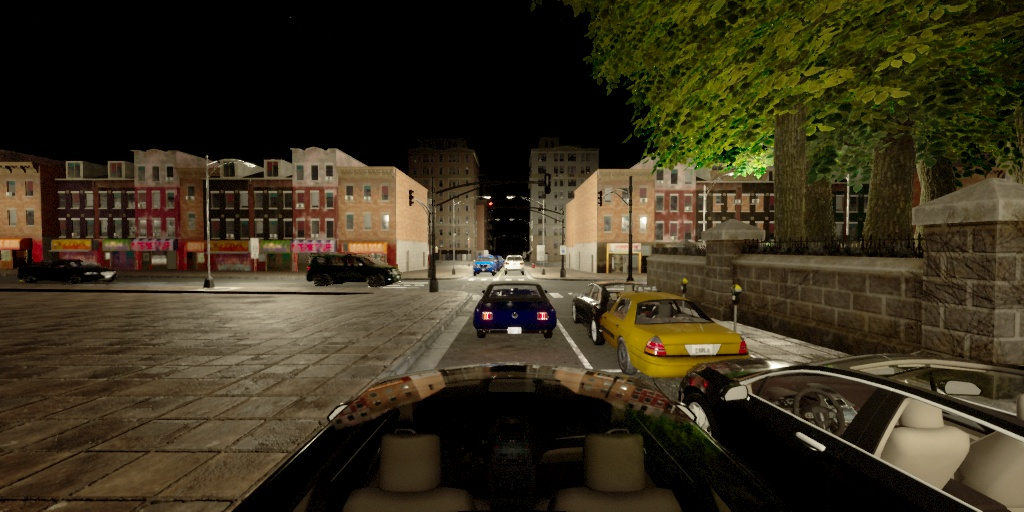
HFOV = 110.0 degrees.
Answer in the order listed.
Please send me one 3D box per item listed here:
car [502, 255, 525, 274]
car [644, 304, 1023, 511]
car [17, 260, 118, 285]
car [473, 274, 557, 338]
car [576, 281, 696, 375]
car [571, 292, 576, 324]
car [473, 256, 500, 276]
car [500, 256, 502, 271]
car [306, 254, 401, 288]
[{"bbox_3d":[0.257,0.985,40.932,2.150,2.045,5.566,0,0,0],"label":"car"},{"bbox_3d":[2.637,1.300,2.169,2.007,1.370,4.403,0,0,0],"label":"car"},{"bbox_3d":[-28.118,1.016,22.799,4.902,1.511,2.128,1,1,0],"label":"car"},{"bbox_3d":[0.075,1.349,10.109,1.895,1.301,4.718,0,0,0],"label":"car"},{"bbox_3d":[2.686,1.274,7.330,1.751,1.417,4.829,0,0,0],"label":"car"},{"bbox_3d":[2.661,1.299,9.304,2.007,1.370,4.403,0,0,0],"label":"car"},{"bbox_3d":[-2.749,0.981,37.284,2.150,2.045,5.566,0,0,0],"label":"car"},{"bbox_3d":[-2.652,0.993,47.895,2.150,2.045,5.566,0,0,1],"label":"car"},{"bbox_3d":[-9.994,0.942,22.751,5.566,2.045,2.150,1,1,0],"label":"car"}]
